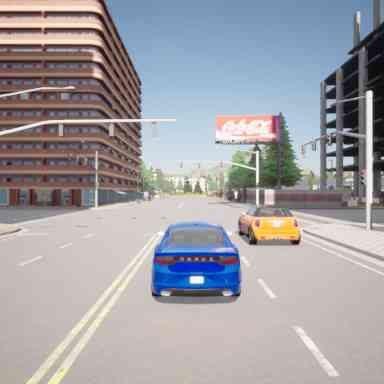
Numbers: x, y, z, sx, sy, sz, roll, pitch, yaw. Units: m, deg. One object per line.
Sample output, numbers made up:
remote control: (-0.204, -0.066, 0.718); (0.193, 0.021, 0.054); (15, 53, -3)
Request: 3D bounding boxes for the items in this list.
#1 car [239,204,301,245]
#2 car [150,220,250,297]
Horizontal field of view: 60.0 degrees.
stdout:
car: (3.473, 1.352, 15.728); (2.097, 1.767, 4.553); (0, 0, 0)
car: (0.085, 1.478, 8.639); (1.882, 1.535, 5.008); (0, 0, 0)
